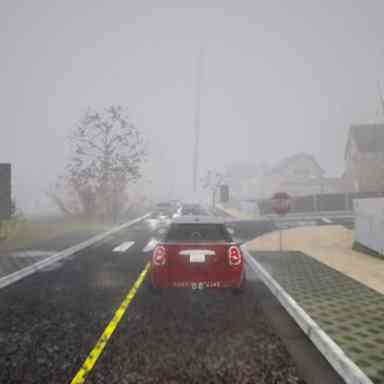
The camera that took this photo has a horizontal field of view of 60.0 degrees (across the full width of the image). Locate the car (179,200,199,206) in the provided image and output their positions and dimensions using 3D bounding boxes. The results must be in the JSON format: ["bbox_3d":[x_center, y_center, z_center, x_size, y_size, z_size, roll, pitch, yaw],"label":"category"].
[{"bbox_3d":[-0.033,1.874,35.309,1.895,1.301,4.718,0,0,2],"label":"car"}]

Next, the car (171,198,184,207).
[{"bbox_3d":[-2.715,1.995,62.782,2.128,1.511,4.902,0,-1,1],"label":"car"}]

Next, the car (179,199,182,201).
[{"bbox_3d":[-2.774,1.937,51.977,1.812,1.442,4.674,0,0,1],"label":"car"}]

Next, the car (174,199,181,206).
[{"bbox_3d":[-2.788,1.931,42.197,1.895,1.301,4.718,0,0,0],"label":"car"}]

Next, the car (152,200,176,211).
[{"bbox_3d":[-2.801,1.777,32.564,1.812,1.442,4.674,0,0,0],"label":"car"}]

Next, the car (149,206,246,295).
[{"bbox_3d":[0.111,1.419,9.047,2.097,1.767,4.553,0,-1,0],"label":"car"}]
